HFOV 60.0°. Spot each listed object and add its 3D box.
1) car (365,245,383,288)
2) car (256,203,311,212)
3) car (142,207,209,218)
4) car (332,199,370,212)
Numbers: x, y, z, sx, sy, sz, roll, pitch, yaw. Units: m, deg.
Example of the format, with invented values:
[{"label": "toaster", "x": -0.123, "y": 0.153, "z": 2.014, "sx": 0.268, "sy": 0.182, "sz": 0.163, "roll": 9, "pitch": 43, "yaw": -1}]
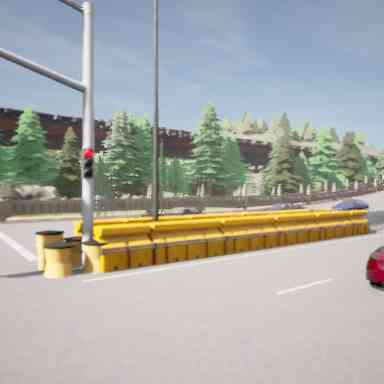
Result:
[{"label": "car", "x": 6.080, "y": 1.572, "z": 8.086, "sx": 4.181, "sy": 1.385, "sz": 1.994, "roll": 0, "pitch": 0, "yaw": -36}, {"label": "car", "x": 7.307, "y": 1.566, "z": 26.297, "sx": 5.357, "sy": 1.411, "sz": 2.033, "roll": 0, "pitch": 0, "yaw": -36}, {"label": "car", "x": -0.765, "y": 1.610, "z": 20.609, "sx": 4.718, "sy": 1.301, "sz": 1.895, "roll": 0, "pitch": 0, "yaw": -35}, {"label": "car", "x": 15.371, "y": 1.438, "z": 32.115, "sx": 4.674, "sy": 1.442, "sz": 1.812, "roll": -2, "pitch": 1, "yaw": -36}]
